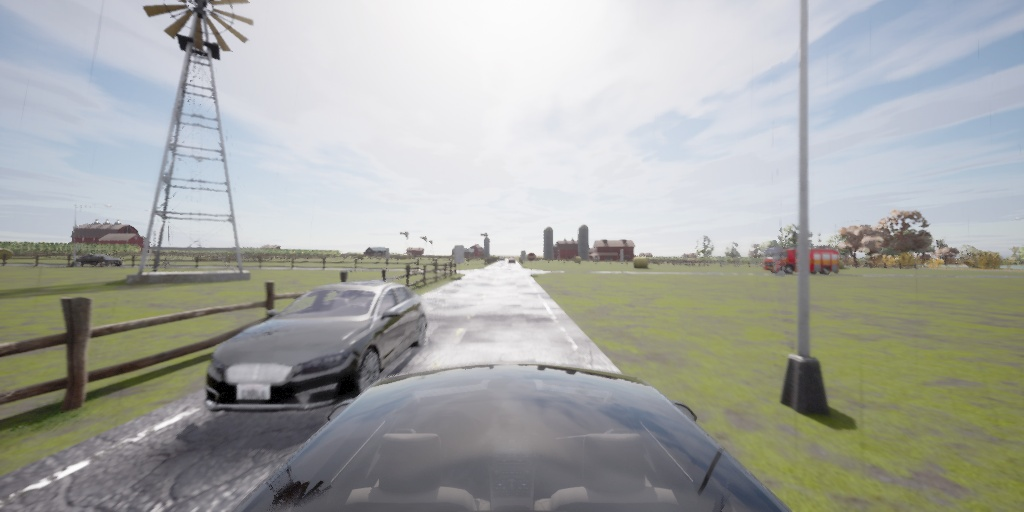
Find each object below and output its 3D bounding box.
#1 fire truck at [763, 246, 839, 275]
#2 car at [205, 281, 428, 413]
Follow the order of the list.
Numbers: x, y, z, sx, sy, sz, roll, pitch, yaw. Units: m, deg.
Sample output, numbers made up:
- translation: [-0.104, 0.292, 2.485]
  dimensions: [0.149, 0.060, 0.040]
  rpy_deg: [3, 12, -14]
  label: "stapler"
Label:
- translation: [39.429, 0.592, 49.084]
  dimensions: [8.468, 3.827, 2.891]
  rpy_deg: [1, -1, -1]
  label: "fire truck"
- translation: [-2.854, 1.241, 6.414]
  dimensions: [2.128, 1.511, 4.902]
  rpy_deg: [0, 0, 0]
  label: "car"
